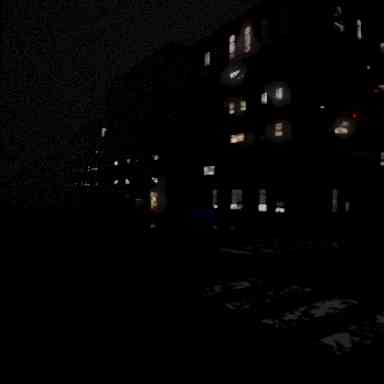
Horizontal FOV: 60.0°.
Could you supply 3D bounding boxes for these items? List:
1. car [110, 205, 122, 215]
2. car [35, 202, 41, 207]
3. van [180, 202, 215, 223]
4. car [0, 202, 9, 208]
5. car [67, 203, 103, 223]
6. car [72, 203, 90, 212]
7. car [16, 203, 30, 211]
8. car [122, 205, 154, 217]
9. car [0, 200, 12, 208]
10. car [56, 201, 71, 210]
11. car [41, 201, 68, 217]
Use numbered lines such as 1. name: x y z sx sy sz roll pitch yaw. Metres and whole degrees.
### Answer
1. car: -9.590 2.373 44.708 1.947 1.339 4.313 0 -1 -36
2. car: -39.309 3.216 85.880 1.947 1.339 4.313 0 -1 -36
3. van: 0.451 1.871 31.085 1.690 1.788 3.998 0 -1 -36
4. car: -45.952 3.085 80.878 1.752 1.417 4.829 0 -1 -36
5. car: -9.730 1.973 30.695 1.967 1.590 4.097 0 -1 -36
6. car: -19.597 2.615 58.571 1.752 1.417 4.829 0 -1 -36
7. car: -29.441 2.615 58.005 1.752 1.417 4.829 0 -1 -36
8. car: -6.388 2.242 40.272 1.752 1.417 4.829 0 -1 -36
9. car: -42.753 2.783 76.444 2.192 1.841 5.009 0 -1 -36
10. car: -26.102 2.714 67.583 1.967 1.590 4.097 0 -1 -36
11. car: -16.334 2.159 39.844 1.967 1.590 4.097 0 -1 -36
